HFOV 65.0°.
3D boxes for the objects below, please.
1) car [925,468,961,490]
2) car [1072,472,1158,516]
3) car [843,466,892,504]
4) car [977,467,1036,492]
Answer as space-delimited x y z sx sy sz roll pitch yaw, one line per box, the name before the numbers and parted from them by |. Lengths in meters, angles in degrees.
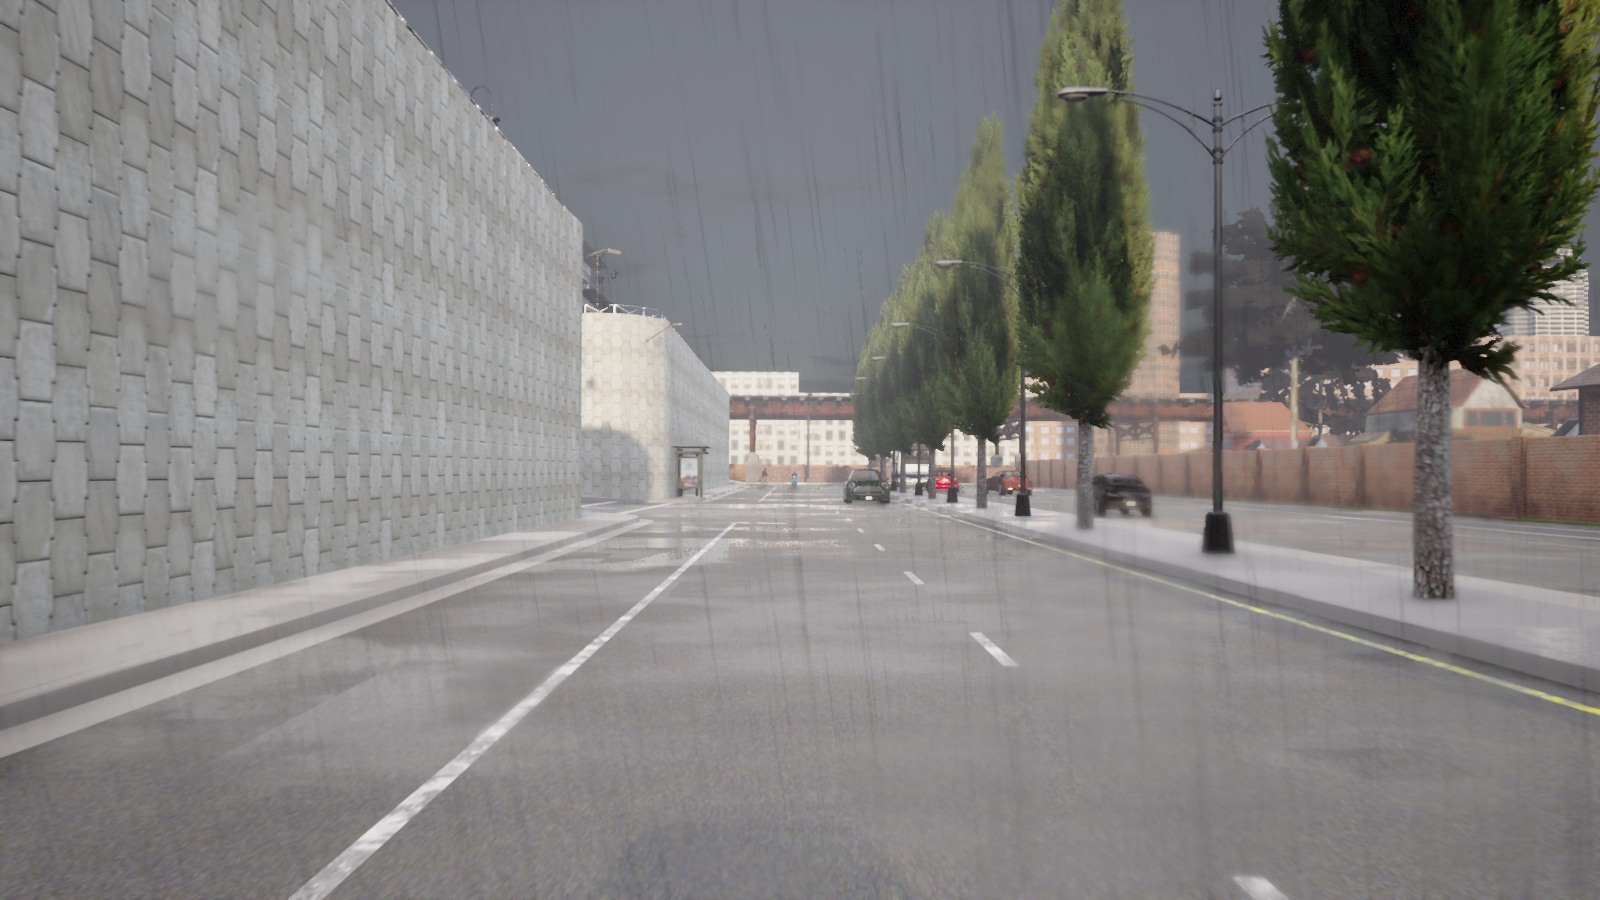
car | 11.087 2.254 97.924 2.242 1.667 4.611 0 -1 0
car | 11.306 1.535 45.440 1.837 1.490 4.892 0 -1 0
car | 3.241 1.683 61.086 2.097 1.767 4.553 0 -1 0
car | 13.920 1.960 84.934 2.152 1.651 5.027 0 -1 -13
